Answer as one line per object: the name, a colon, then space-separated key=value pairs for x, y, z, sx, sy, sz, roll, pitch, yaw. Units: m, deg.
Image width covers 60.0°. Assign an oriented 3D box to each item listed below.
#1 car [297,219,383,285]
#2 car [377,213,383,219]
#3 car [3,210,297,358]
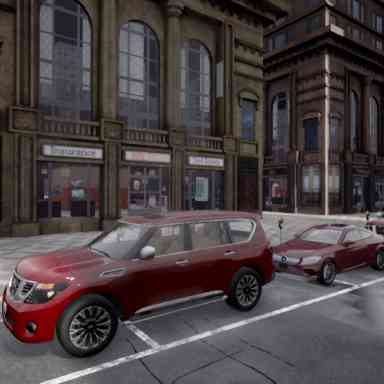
car: x=3.964 y=1.582 z=9.441 sx=4.206 sy=1.307 sz=1.802 roll=0 pitch=0 yaw=-35
car: x=8.536 y=1.316 z=12.679 sx=5.009 sy=1.841 sz=2.192 roll=0 pitch=0 yaw=-35
car: x=-0.606 y=1.315 z=6.202 sx=5.009 sy=1.841 sz=2.192 roll=0 pitch=0 yaw=-35
